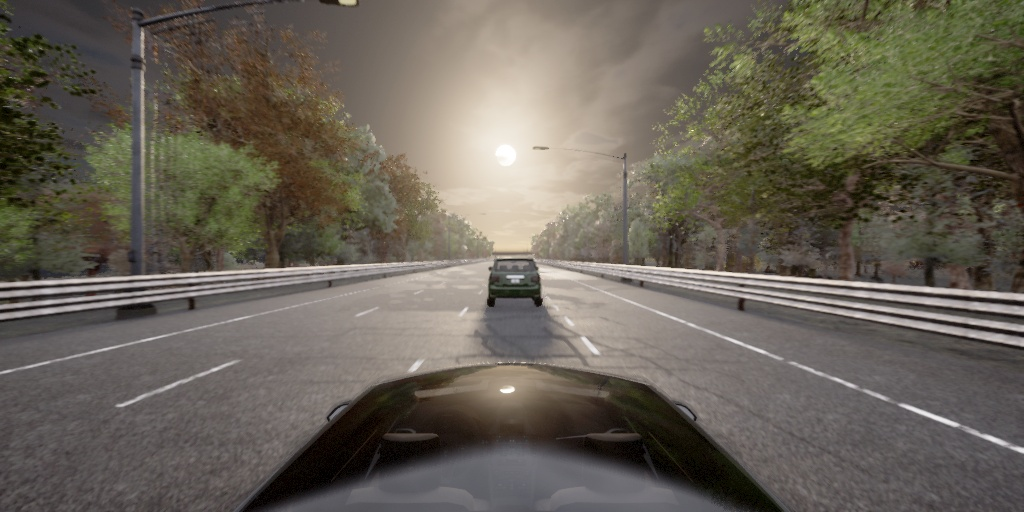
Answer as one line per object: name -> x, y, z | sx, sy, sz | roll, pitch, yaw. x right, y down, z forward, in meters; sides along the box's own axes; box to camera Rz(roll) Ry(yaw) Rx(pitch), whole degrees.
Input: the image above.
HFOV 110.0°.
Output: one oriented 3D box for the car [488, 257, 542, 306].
car -> 0.099, 1.050, 16.173 | 2.150, 2.045, 5.566 | 0, 0, -1
